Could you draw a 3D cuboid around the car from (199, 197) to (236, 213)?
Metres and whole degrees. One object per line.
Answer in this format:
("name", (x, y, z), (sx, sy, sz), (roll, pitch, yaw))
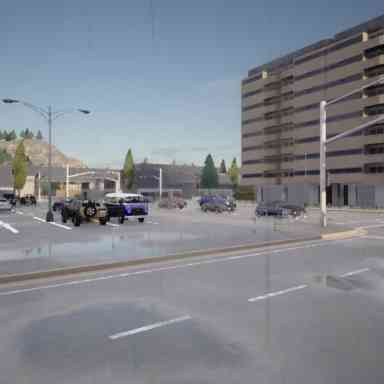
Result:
("car", (2.832, 1.619, 37.091), (1.994, 1.385, 4.181), (0, 0, -35))

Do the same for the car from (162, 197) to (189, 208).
("car", (-2.635, 1.560, 50.838), (1.837, 1.490, 4.892), (0, 0, -35))

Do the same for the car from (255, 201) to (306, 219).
("car", (7.700, 1.619, 30.239), (1.994, 1.385, 4.181), (0, 0, -35))

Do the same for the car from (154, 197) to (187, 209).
("car", (-2.938, 1.619, 45.207), (1.994, 1.385, 4.181), (0, 0, -35))

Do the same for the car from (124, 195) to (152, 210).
("car", (-8.710, 1.656, 53.387), (1.895, 1.301, 4.718), (0, 0, -35))

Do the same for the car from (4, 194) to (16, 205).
("car", (-29.671, 1.212, 53.722), (1.905, 1.878, 3.866), (0, 0, -35))

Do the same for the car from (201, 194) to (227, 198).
("car", (3.201, 1.277, 42.606), (2.150, 2.045, 5.566), (0, 0, -35))

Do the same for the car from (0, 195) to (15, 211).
("car", (-21.807, 1.451, 37.892), (1.970, 1.475, 3.806), (0, 0, -35))

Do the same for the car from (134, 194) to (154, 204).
("car", (-9.035, 1.546, 66.191), (2.128, 1.511, 4.902), (0, 0, -35))

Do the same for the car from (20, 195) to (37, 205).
("car", (-27.275, 1.209, 55.347), (1.932, 1.855, 4.605), (0, 0, -35))
